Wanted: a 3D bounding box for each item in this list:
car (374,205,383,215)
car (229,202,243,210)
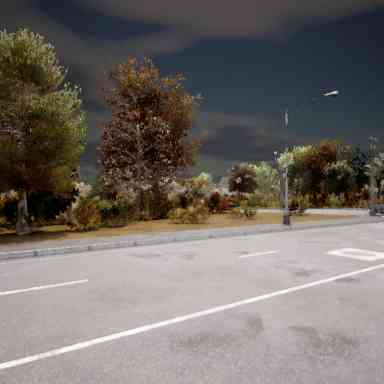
[{"bbox_3d":[20.098,1.553,31.327,2.033,1.411,5.357,0,-1,-32],"label":"car"},{"bbox_3d":[6.205,2.418,53.458,2.128,1.511,4.902,0,-3,-32],"label":"car"}]
